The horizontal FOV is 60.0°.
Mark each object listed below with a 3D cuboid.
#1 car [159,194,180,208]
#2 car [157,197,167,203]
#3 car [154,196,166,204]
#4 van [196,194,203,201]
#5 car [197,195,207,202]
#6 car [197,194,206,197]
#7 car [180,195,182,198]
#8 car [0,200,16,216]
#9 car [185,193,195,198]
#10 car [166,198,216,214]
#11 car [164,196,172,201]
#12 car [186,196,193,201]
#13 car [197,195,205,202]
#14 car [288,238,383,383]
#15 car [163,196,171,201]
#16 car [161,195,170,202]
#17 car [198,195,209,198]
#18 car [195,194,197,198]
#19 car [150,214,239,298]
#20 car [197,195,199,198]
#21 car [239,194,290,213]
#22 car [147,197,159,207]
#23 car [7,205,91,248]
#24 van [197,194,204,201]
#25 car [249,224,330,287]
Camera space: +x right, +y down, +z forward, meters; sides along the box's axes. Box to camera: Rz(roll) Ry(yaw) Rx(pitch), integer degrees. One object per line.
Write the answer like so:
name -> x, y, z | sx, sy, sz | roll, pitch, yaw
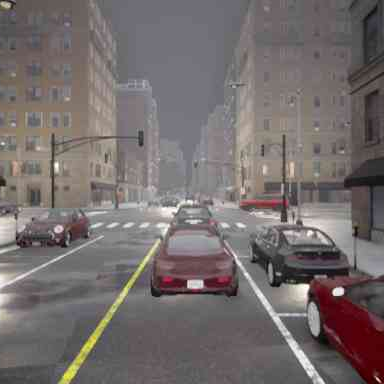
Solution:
car -> -3.251, 1.363, 48.780 | 2.097, 1.767, 4.553 | 0, 0, -1
car -> -6.256, 1.626, 69.419 | 1.802, 1.307, 4.206 | 0, 0, -1
car -> -6.195, 1.577, 63.911 | 1.887, 1.381, 4.507 | 0, 0, -1
van -> 2.024, 1.452, 91.535 | 1.690, 1.788, 3.998 | 0, 0, -1
car -> 2.208, 1.498, 75.015 | 1.967, 1.590, 4.097 | 0, 0, -1
car -> 2.328, 1.559, 64.171 | 1.752, 1.417, 4.829 | 0, 0, -1
car -> -3.362, 1.585, 58.851 | 1.994, 1.385, 4.181 | 0, 0, 0
car -> -18.264, 1.398, 30.517 | 4.902, 1.511, 2.128 | 0, 0, 0
car -> -0.510, 1.295, 79.184 | 2.150, 2.045, 5.566 | 0, 0, -1
car -> 0.072, 1.349, 15.903 | 2.097, 1.767, 4.553 | 0, 0, 0
car -> -6.502, 1.676, 91.450 | 1.947, 1.339, 4.313 | 0, 0, -1
car -> -0.636, 1.659, 90.448 | 1.994, 1.385, 4.181 | 0, 0, -1
car -> 2.146, 1.514, 80.521 | 1.967, 1.590, 4.097 | 0, 0, -1
car -> 2.670, 1.543, 3.569 | 1.887, 1.381, 4.507 | 0, 0, 0
car -> -6.440, 1.673, 85.942 | 1.802, 1.307, 4.206 | 0, 0, -1
car -> -6.378, 1.513, 80.435 | 1.967, 1.590, 4.097 | 0, 0, -1
car -> 2.453, 1.560, 52.987 | 1.887, 1.381, 4.507 | 0, 0, -1
car -> 2.270, 1.360, 69.508 | 2.192, 1.841, 5.009 | 0, 0, -1
car -> 0.024, 1.523, 8.391 | 1.812, 1.442, 4.674 | 0, 0, -1
car -> 2.392, 1.589, 58.494 | 1.947, 1.339, 4.313 | 0, 0, -1
car -> 8.163, 1.288, 37.670 | 5.566, 2.045, 2.150 | 1, 0, 4
car -> -6.072, 1.565, 52.896 | 2.008, 1.369, 4.403 | 0, 0, -1
car -> -5.874, 1.437, 14.534 | 1.967, 1.590, 4.097 | 0, 0, 0
van -> 2.086, 1.432, 86.029 | 1.690, 1.788, 3.998 | 0, 0, -1
car -> 2.661, 1.548, 9.061 | 2.008, 1.369, 4.403 | 0, 0, 0
